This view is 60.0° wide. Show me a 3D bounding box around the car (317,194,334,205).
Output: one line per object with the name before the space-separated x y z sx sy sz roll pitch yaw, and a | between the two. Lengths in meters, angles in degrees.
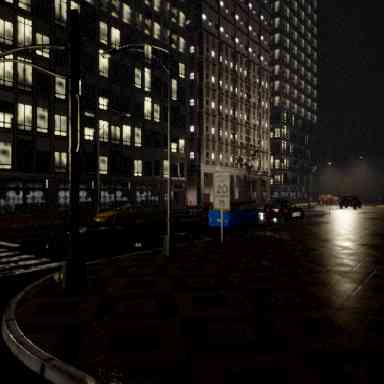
car | 25.141 1.380 62.535 2.192 1.841 5.009 0 0 38

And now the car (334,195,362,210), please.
car | 21.191 1.368 44.503 2.192 1.841 5.009 0 0 38

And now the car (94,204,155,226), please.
car | -4.751 1.540 23.971 1.752 1.417 4.829 0 0 38

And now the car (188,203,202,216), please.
car | 1.362 1.603 31.689 1.802 1.307 4.206 0 0 38

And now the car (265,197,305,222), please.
car | 7.603 1.472 26.877 1.967 1.590 4.097 0 0 38

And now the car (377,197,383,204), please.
car | 38.174 1.658 66.534 1.947 1.339 4.313 0 0 38

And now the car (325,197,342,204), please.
car | 28.538 1.624 66.940 2.008 1.369 4.403 0 0 38

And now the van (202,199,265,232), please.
van | 2.636 1.368 20.252 1.690 1.788 3.998 0 0 38
